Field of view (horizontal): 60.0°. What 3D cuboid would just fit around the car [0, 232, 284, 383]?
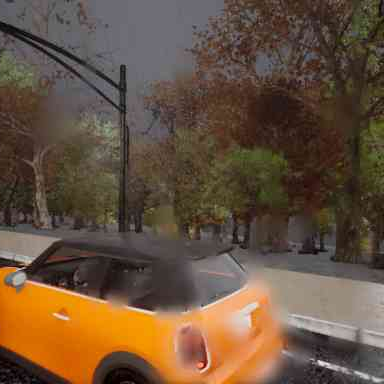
[{"bbox_3d":[-1.208,1.351,4.558,4.553,1.767,2.097,0,0,36],"label":"car"}]
